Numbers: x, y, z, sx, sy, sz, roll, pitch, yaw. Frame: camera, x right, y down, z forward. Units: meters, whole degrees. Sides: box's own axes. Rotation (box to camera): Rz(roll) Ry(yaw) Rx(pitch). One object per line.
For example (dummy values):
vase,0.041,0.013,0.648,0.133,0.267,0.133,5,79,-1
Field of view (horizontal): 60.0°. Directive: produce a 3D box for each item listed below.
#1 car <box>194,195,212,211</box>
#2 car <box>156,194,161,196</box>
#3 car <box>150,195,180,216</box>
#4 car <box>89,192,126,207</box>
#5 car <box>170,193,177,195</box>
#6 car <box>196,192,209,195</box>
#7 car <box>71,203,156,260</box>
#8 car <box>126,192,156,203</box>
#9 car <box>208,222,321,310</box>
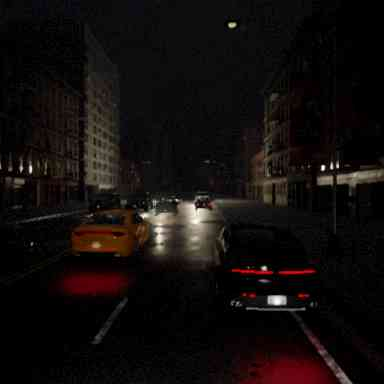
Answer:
car,1.241,1.342,36.688,2.033,1.411,5.357,0,0,1
car,-7.487,1.135,74.067,1.994,1.385,4.181,0,0,2
car,-2.182,1.316,30.485,2.128,1.511,4.902,0,0,2
car,-8.778,1.023,34.155,2.150,2.045,5.566,0,0,2
car,-4.189,0.972,75.629,1.812,1.442,4.674,0,0,2
car,1.473,0.959,47.383,2.150,2.045,5.566,0,0,2
car,-2.728,1.404,12.222,1.882,1.535,5.008,0,0,2
car,-5.497,1.018,35.140,2.150,2.045,5.566,0,0,2
car,1.426,1.461,7.713,1.837,1.490,4.892,0,0,2
